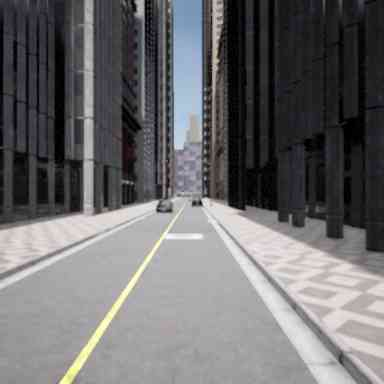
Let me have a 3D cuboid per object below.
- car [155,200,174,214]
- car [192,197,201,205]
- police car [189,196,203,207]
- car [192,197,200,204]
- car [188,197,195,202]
[{"bbox_3d":[-3.090,1.657,38.460,1.882,1.535,5.008,0,0,0],"label":"car"},{"bbox_3d":[0.894,1.859,67.862,1.812,1.442,4.674,0,0,0],"label":"car"},{"bbox_3d":[0.895,1.702,57.972,1.930,1.638,5.238,0,0,0],"label":"police car"},{"bbox_3d":[0.892,1.874,73.862,1.837,1.490,4.892,0,0,0],"label":"car"},{"bbox_3d":[-0.009,1.984,92.073,1.895,1.301,4.718,0,0,0],"label":"car"}]
